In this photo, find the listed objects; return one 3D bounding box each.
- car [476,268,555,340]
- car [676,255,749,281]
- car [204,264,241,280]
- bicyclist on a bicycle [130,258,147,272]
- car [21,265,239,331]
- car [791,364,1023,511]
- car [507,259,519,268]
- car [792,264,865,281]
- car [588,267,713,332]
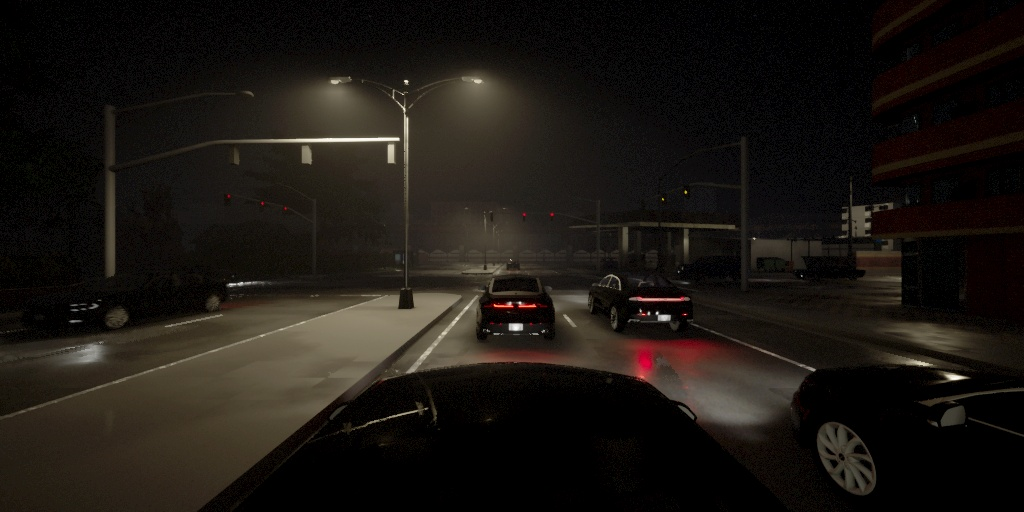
[{"bbox_3d":[0.094,1.255,10.004,1.837,1.490,4.892,0,0,0],"label":"car"},{"bbox_3d":[16.627,0.972,29.858,5.566,2.045,2.150,0,0,-1],"label":"car"},{"bbox_3d":[-22.490,1.314,26.341,4.181,1.385,1.994,0,0,0],"label":"car"},{"bbox_3d":[-38.235,1.053,36.726,0.582,1.620,1.656,0,0,0],"label":"bicyclist on a bicycle"},{"bbox_3d":[-11.519,1.227,11.256,1.882,1.535,5.008,0,0,1],"label":"car"},{"bbox_3d":[3.600,1.255,1.452,1.837,1.490,4.892,0,0,0],"label":"car"},{"bbox_3d":[0.182,1.241,54.139,2.128,1.511,4.902,0,0,0],"label":"car"},{"bbox_3d":[26.414,1.351,30.001,4.718,1.301,1.895,0,0,-1],"label":"car"},{"bbox_3d":[3.601,1.242,10.860,2.128,1.511,4.902,0,0,0],"label":"car"}]
